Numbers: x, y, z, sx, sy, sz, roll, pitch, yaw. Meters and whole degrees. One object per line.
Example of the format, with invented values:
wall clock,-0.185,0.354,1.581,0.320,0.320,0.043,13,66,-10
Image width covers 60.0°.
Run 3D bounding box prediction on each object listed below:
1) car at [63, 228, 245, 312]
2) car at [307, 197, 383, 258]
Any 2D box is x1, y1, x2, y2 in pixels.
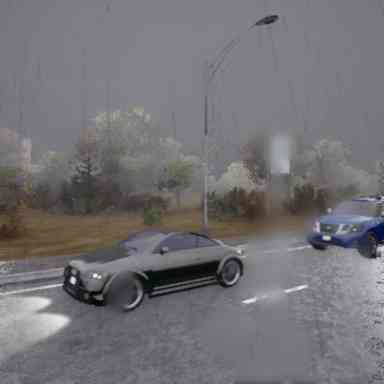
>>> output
car,-0.744,1.570,7.766,4.181,1.385,1.994,0,0,-36
car,6.977,1.236,13.258,5.566,2.045,2.150,-1,0,-35
